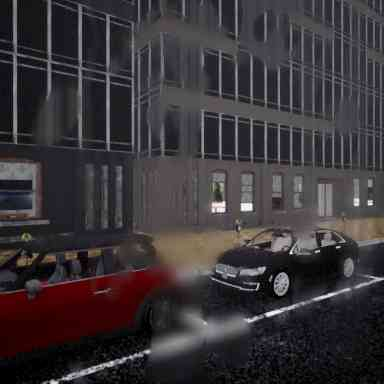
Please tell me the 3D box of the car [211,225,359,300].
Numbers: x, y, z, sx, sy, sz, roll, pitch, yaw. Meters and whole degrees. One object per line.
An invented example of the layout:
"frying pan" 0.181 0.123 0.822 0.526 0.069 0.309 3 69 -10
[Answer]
"car" 2.467 1.550 8.321 4.403 1.369 2.008 0 0 -36

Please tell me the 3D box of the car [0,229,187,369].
"car" -2.166 1.440 5.016 4.097 1.590 1.967 0 0 -36
